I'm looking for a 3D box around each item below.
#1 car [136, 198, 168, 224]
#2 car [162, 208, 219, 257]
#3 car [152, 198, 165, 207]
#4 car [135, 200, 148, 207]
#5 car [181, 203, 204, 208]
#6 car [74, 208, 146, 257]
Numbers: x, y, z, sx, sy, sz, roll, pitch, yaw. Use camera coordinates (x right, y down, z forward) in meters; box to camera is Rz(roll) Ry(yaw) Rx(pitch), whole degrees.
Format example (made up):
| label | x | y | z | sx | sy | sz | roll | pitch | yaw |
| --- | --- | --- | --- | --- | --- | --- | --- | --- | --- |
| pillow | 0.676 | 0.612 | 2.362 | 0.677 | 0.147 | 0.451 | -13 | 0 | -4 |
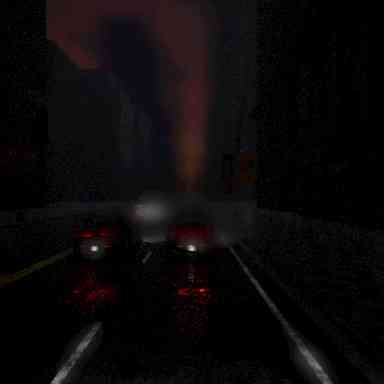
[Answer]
| label | x | y | z | sx | sy | sz | roll | pitch | yaw |
| --- | --- | --- | --- | --- | --- | --- | --- | --- | --- |
| car | -3.247 | 1.470 | 27.560 | 2.150 | 2.045 | 5.566 | 0 | 0 | 0 |
| car | 0.015 | 1.630 | 13.497 | 1.837 | 1.490 | 4.892 | 0 | 0 | 0 |
| car | -6.526 | 2.052 | 64.985 | 2.128 | 1.511 | 4.902 | 0 | 0 | 0 |
| car | -9.766 | 2.155 | 64.837 | 1.895 | 1.301 | 4.718 | 0 | 0 | 0 |
| car | 0.020 | 1.737 | 29.229 | 1.882 | 1.535 | 5.008 | 0 | 0 | 0 |
| car | -3.236 | 1.630 | 13.494 | 1.837 | 1.490 | 4.892 | 0 | 0 | 0 |
